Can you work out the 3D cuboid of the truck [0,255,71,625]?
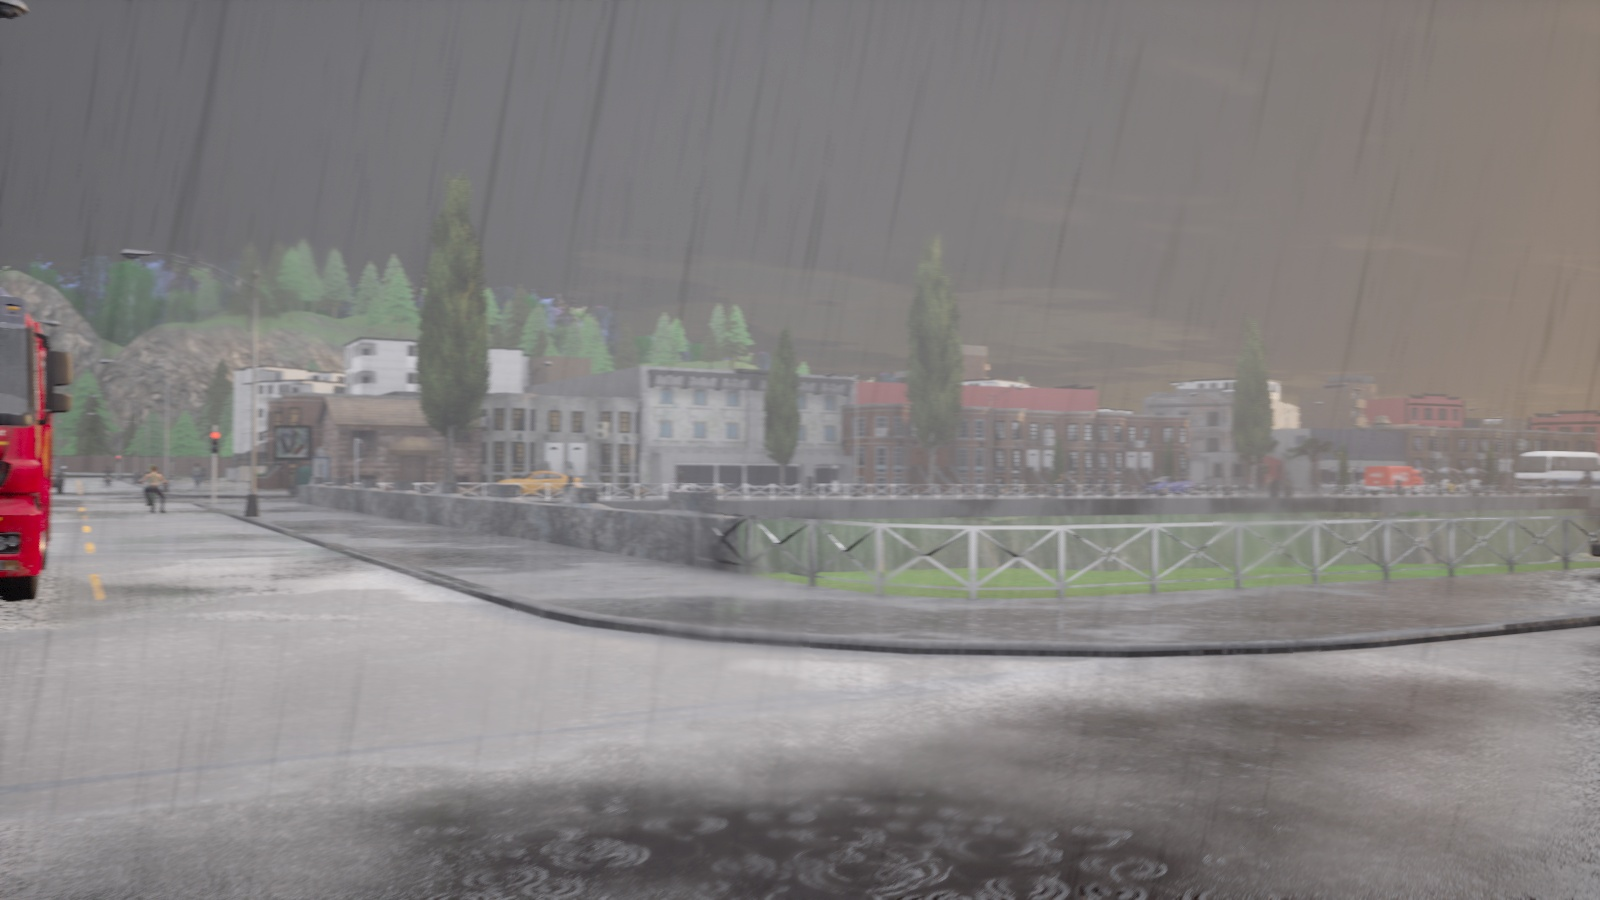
[{"bbox_3d":[-11.159,-0.046,16.226,2.891,3.827,8.468,1,-1,-30],"label":"truck"}]

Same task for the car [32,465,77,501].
[{"bbox_3d":[-44.018,1.913,74.207,2.150,2.045,5.566,1,-1,-30],"label":"car"}]

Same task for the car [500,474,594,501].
[{"bbox_3d":[-14.743,2.142,73.317,5.008,1.535,1.882,1,-1,-30],"label":"car"}]

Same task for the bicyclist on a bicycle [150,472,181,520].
[{"bbox_3d":[-21.615,1.546,42.775,0.866,1.612,1.509,1,-1,-30],"label":"bicyclist on a bicycle"}]
